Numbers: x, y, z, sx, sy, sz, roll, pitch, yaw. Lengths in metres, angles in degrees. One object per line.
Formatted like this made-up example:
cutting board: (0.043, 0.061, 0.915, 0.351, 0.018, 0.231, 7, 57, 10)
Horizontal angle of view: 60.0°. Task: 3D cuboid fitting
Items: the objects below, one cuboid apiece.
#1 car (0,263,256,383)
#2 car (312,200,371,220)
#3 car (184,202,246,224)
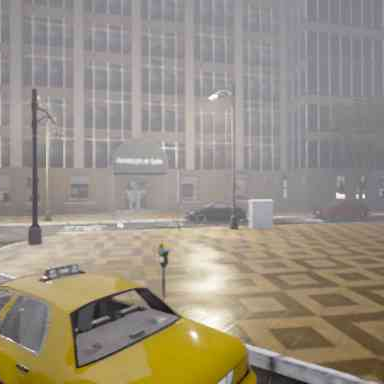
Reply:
car: (-1.687, 1.526, 3.930, 4.829, 1.417, 1.752, 0, 0, 36)
car: (11.276, 1.314, 25.156, 4.181, 1.385, 1.994, 0, 0, -14)
car: (1.559, 1.386, 22.747, 4.181, 1.385, 1.994, 0, 0, -14)
